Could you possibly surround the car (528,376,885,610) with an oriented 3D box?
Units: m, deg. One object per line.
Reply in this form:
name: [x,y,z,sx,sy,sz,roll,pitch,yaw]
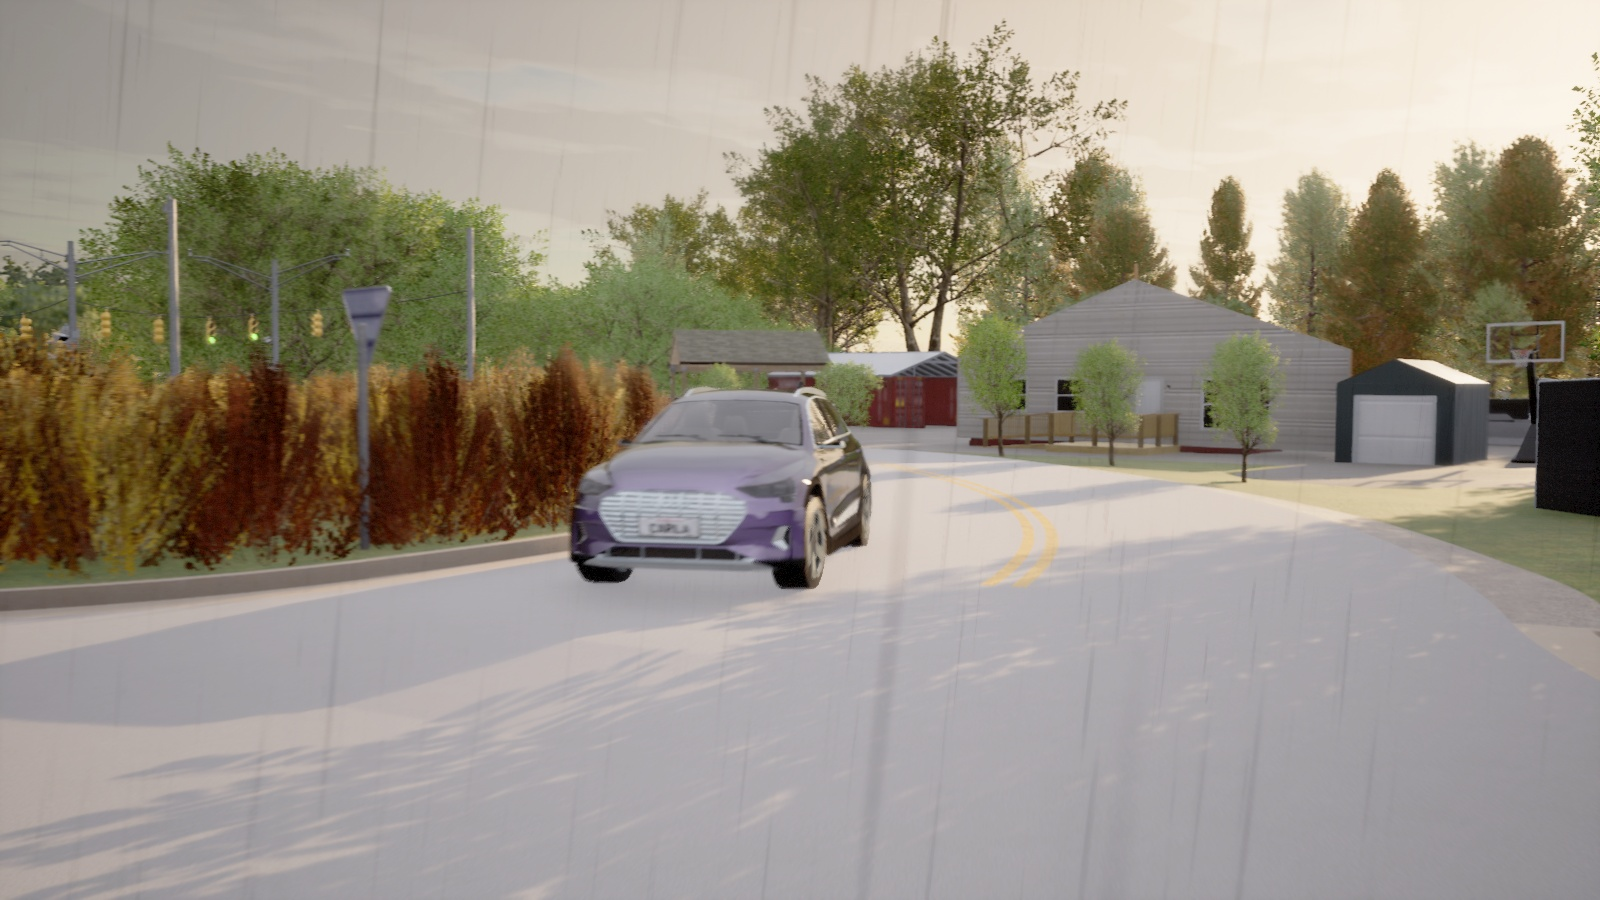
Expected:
car: [-0.544,0.222,11.427,2.033,1.649,4.856,1,2,11]
